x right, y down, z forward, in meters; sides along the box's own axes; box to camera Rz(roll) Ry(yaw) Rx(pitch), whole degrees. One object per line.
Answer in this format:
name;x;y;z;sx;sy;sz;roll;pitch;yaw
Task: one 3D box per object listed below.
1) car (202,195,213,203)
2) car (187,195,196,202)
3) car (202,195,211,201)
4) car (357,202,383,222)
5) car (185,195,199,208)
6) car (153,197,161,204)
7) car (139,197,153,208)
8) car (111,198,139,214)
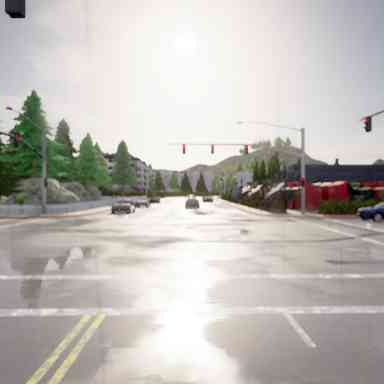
car;3.410;1.539;69.684;1.895;1.301;4.718;0;0;0
car;-0.102;1.464;79.238;2.128;1.511;4.902;0;0;0
car;3.399;1.417;78.593;1.895;1.301;4.718;0;0;0
car;14.912;1.403;24.706;5.008;1.535;1.882;0;0;0
car;0.038;1.527;47.902;1.994;1.385;4.181;0;0;0
car;-7.110;1.552;63.023;1.895;1.301;4.718;0;0;1
car;-7.149;1.488;48.164;1.812;1.442;4.674;0;0;0
car;-7.163;1.477;35.098;1.837;1.490;4.892;0;0;1
